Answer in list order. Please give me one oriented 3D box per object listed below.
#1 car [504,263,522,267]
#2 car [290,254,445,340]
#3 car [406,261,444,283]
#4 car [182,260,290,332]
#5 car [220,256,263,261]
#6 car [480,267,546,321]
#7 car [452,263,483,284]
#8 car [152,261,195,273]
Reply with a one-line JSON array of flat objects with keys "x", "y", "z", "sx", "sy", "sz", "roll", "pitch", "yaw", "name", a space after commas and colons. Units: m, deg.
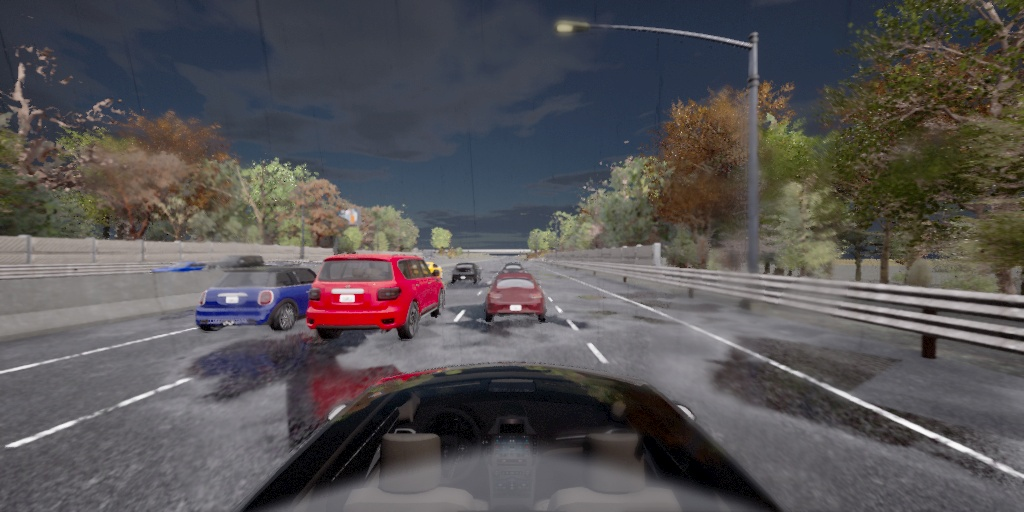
[{"x": 0.101, "y": 1.277, "z": 28.399, "sx": 1.812, "sy": 1.442, "sz": 4.674, "roll": 0, "pitch": 0, "yaw": 0, "name": "car"}, {"x": -3.398, "y": 0.969, "z": 10.085, "sx": 2.150, "sy": 2.045, "sz": 5.566, "roll": 0, "pitch": 0, "yaw": 0, "name": "car"}, {"x": -6.897, "y": 1.229, "z": 28.979, "sx": 1.882, "sy": 1.535, "sz": 5.008, "roll": 0, "pitch": 0, "yaw": 0, "name": "car"}, {"x": -6.899, "y": 1.100, "z": 10.973, "sx": 2.097, "sy": 1.767, "sz": 4.553, "roll": 0, "pitch": 0, "yaw": 0, "name": "car"}, {"x": -24.594, "y": 0.977, "z": 32.115, "sx": 2.150, "sy": 2.045, "sz": 5.566, "roll": 0, "pitch": 0, "yaw": 0, "name": "car"}, {"x": 0.103, "y": 1.273, "z": 12.257, "sx": 1.812, "sy": 1.442, "sz": 4.674, "roll": 0, "pitch": 0, "yaw": 0, "name": "car"}, {"x": -3.398, "y": 1.256, "z": 27.382, "sx": 1.837, "sy": 1.490, "sz": 4.892, "roll": 0, "pitch": 0, "yaw": 0, "name": "car"}, {"x": -28.092, "y": 1.231, "z": 30.900, "sx": 1.882, "sy": 1.535, "sz": 5.008, "roll": 0, "pitch": 0, "yaw": 0, "name": "car"}]
